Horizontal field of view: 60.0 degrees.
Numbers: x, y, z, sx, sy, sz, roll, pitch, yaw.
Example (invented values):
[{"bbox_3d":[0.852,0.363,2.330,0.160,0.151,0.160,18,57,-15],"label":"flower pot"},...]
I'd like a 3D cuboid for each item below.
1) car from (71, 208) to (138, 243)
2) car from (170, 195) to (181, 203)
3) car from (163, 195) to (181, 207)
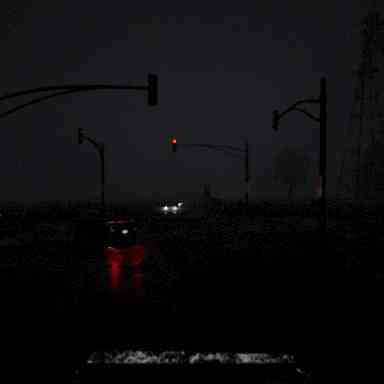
[{"bbox_3d":[-4.473,1.529,16.598,2.128,1.511,4.902,-1,1,-38],"label":"car"},{"bbox_3d":[-2.992,1.343,62.558,1.812,1.442,4.674,0,0,0],"label":"car"},{"bbox_3d":[-2.966,1.422,47.157,1.994,1.385,4.181,0,0,0],"label":"car"}]
